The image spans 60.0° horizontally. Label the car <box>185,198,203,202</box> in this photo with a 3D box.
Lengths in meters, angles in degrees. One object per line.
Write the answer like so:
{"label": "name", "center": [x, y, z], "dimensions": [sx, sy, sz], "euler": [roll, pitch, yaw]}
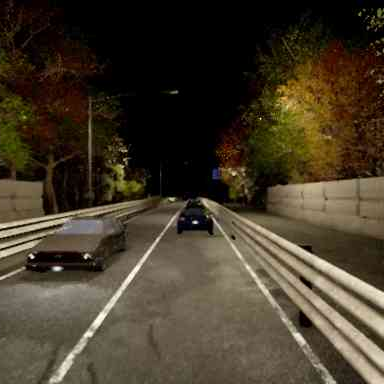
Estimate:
{"label": "car", "center": [0.269, 1.459, 38.098], "dimensions": [2.128, 1.511, 4.902], "euler": [0, 0, 0]}

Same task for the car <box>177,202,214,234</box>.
{"label": "car", "center": [0.180, 1.508, 18.918], "dimensions": [1.994, 1.385, 4.181], "euler": [0, 0, 0]}

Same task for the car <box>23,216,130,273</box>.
{"label": "car", "center": [-3.309, 1.498, 10.838], "dimensions": [2.033, 1.411, 5.357], "euler": [0, 0, 0]}
